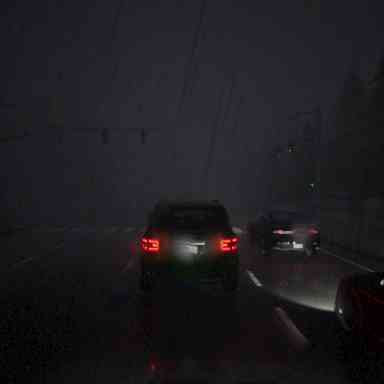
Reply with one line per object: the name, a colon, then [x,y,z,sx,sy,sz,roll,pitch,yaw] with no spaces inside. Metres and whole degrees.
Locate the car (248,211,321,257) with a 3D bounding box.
car: [3.342,1.492,12.911,2.128,1.511,4.902,0,0,0]

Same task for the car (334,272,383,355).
car: [3.428,1.564,4.003,1.994,1.385,4.181,0,0,-1]

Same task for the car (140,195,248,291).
car: [-0.093,1.221,9.156,2.150,2.045,5.566,0,0,-1]
